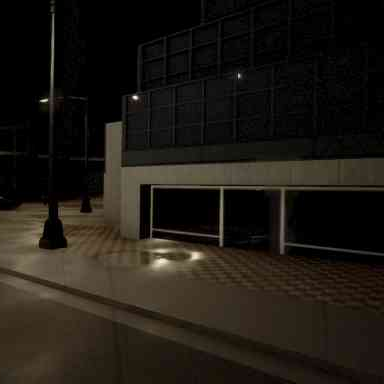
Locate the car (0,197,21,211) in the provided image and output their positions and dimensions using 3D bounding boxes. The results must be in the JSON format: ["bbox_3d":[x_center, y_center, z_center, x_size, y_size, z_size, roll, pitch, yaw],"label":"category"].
[{"bbox_3d":[-18.734,1.125,31.027,1.895,1.301,4.718,1,1,36],"label":"car"}]
